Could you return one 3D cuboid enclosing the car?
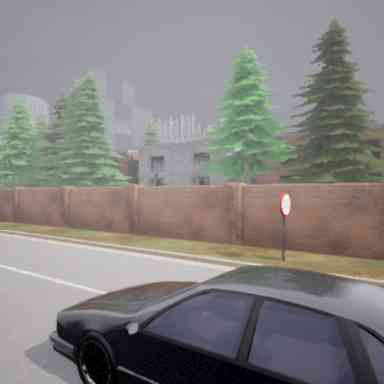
[{"bbox_3d":[0.783,1.549,3.432,5.357,1.411,2.033,0,0,36],"label":"car"}]
